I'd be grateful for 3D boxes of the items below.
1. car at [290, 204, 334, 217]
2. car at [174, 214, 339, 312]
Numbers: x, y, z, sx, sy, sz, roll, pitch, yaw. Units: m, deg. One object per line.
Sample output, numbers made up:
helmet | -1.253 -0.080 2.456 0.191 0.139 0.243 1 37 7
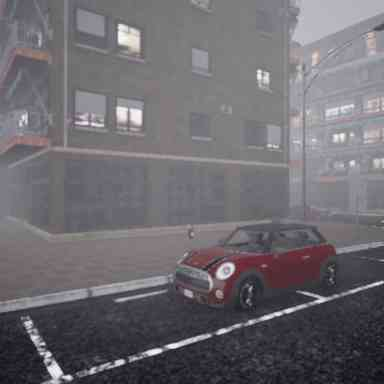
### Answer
car | 10.035 1.723 28.514 1.802 1.307 4.206 1 0 -35
car | 1.562 1.496 7.734 4.097 1.590 1.967 1 -1 -35
